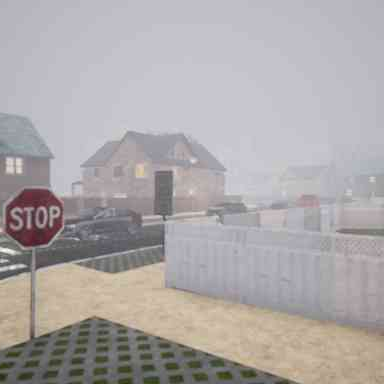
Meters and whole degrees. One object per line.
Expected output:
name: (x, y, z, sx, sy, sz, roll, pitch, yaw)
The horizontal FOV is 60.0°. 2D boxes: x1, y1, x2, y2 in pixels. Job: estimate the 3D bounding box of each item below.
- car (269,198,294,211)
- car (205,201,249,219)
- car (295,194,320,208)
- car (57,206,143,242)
car: (10.281, 1.610, 38.677, 1.994, 1.385, 4.181, 1, 0, 24)
car: (2.940, 1.519, 27.137, 1.837, 1.490, 4.892, 1, 1, 36)
car: (13.887, 1.321, 39.412, 2.150, 2.045, 5.566, 1, -1, 21)
car: (-4.685, 1.511, 17.033, 2.128, 1.511, 4.902, 1, 1, 37)
